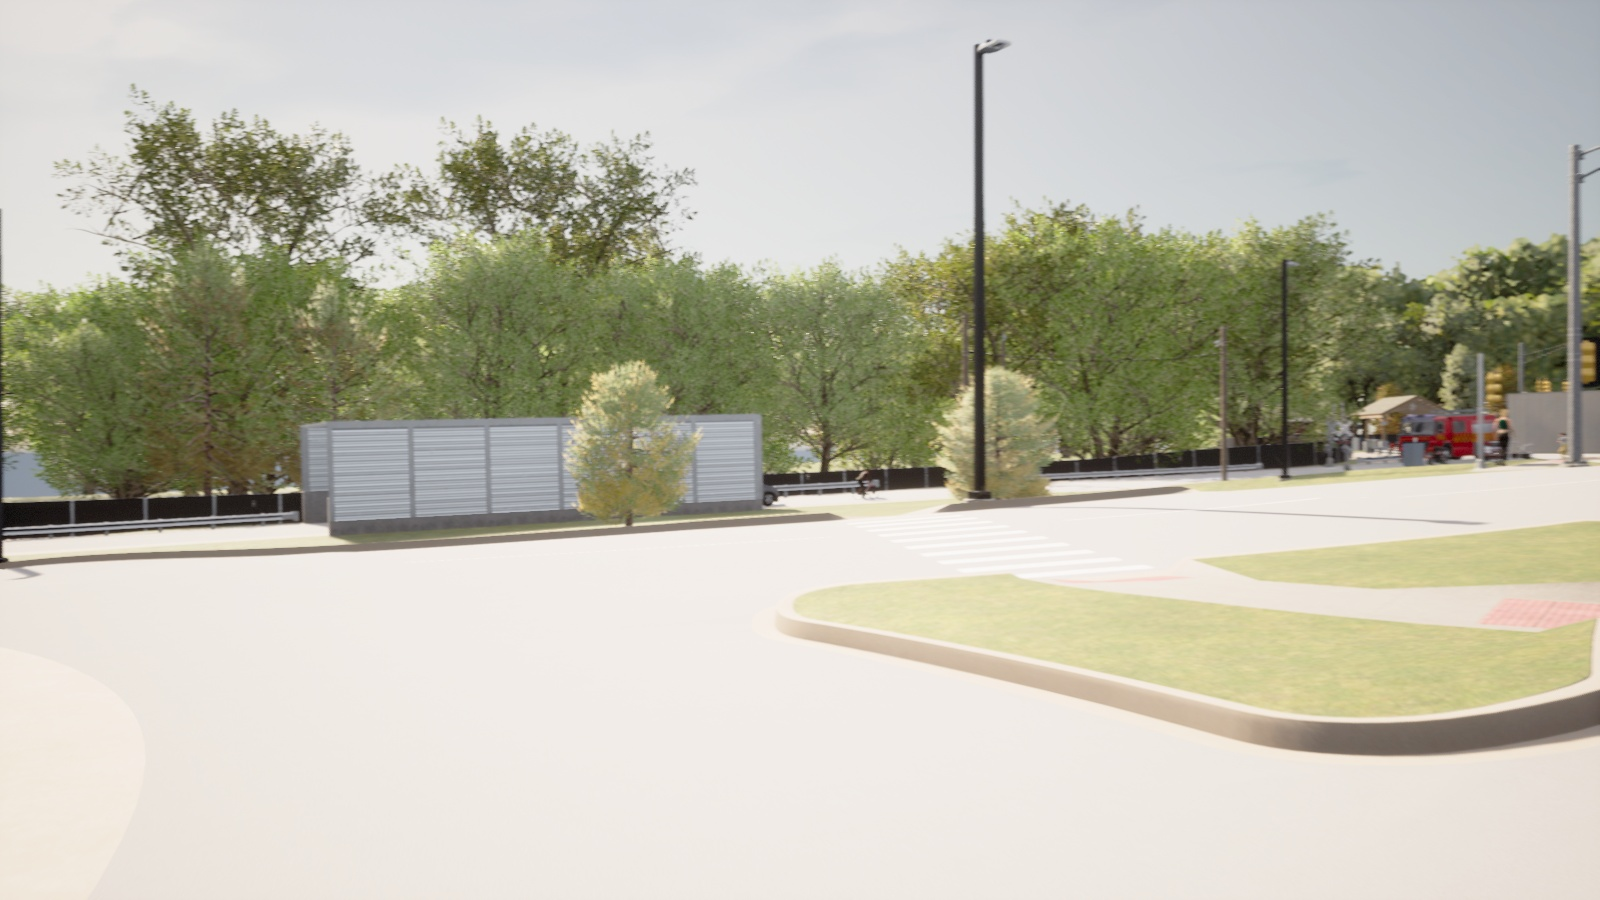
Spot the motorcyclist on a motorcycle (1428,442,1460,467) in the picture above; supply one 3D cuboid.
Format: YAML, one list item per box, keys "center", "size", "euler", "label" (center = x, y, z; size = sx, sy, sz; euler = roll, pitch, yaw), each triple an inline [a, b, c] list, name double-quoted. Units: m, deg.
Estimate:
- center: [44.699, 0.333, 87.153]
  size: [2.350, 1.649, 0.766]
  euler: [-2, 2, -30]
  label: "motorcyclist on a motorcycle"

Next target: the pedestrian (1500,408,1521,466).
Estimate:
- center: [22.491, -0.403, 39.738]
  size: [0.594, 1.836, 0.345]
  euler: [0, 0, -36]
  label: "pedestrian"

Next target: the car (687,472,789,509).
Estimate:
- center: [-3.002, 1.960, 61.244]
  size: [4.514, 1.525, 2.007]
  euler: [-2, 1, -29]
  label: "car"

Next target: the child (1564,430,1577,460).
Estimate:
- center: [33.038, -0.204, 53.850]
  size: [0.270, 1.263, 0.437]
  euler: [0, 0, -40]
  label: "child"
